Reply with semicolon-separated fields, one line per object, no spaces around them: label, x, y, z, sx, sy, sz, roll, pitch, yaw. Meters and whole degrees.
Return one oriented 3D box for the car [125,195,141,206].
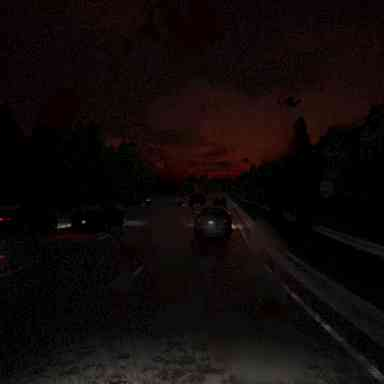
car;-9.617;1.322;54.101;2.097;1.767;4.553;0;0;5

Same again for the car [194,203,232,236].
car;1.191;1.562;18.608;1.994;1.385;4.181;0;0;5

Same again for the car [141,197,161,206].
car;-6.169;1.467;53.387;2.128;1.511;4.902;0;0;5

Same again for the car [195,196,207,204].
car;1.780;1.492;63.102;1.837;1.490;4.892;0;0;5

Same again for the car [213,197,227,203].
car;4.120;1.471;49.601;1.882;1.535;5.008;0;0;5

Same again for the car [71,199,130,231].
car;-5.655;1.463;20.566;1.882;1.535;5.008;0;0;5

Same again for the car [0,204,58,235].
car;-9.354;1.486;18.615;1.837;1.490;4.892;0;1;5

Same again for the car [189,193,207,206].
car;0.803;1.209;52.758;2.150;2.045;5.566;0;0;5

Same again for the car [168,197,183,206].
car;-2.645;1.507;53.473;1.812;1.442;4.674;0;0;5
